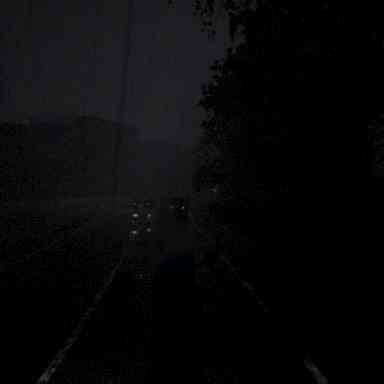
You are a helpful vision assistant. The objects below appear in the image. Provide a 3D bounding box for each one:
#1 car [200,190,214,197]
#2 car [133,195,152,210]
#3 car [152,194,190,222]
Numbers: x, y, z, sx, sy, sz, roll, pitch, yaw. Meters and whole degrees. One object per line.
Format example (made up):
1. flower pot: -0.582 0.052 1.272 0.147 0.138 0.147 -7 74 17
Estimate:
1. car: 3.481 0.259 76.669 2.097 1.767 4.553 2 1 21
2. car: -5.019 1.113 35.460 1.812 1.442 4.674 0 1 2
3. car: -1.455 1.096 23.759 2.097 1.767 4.553 0 1 -3
